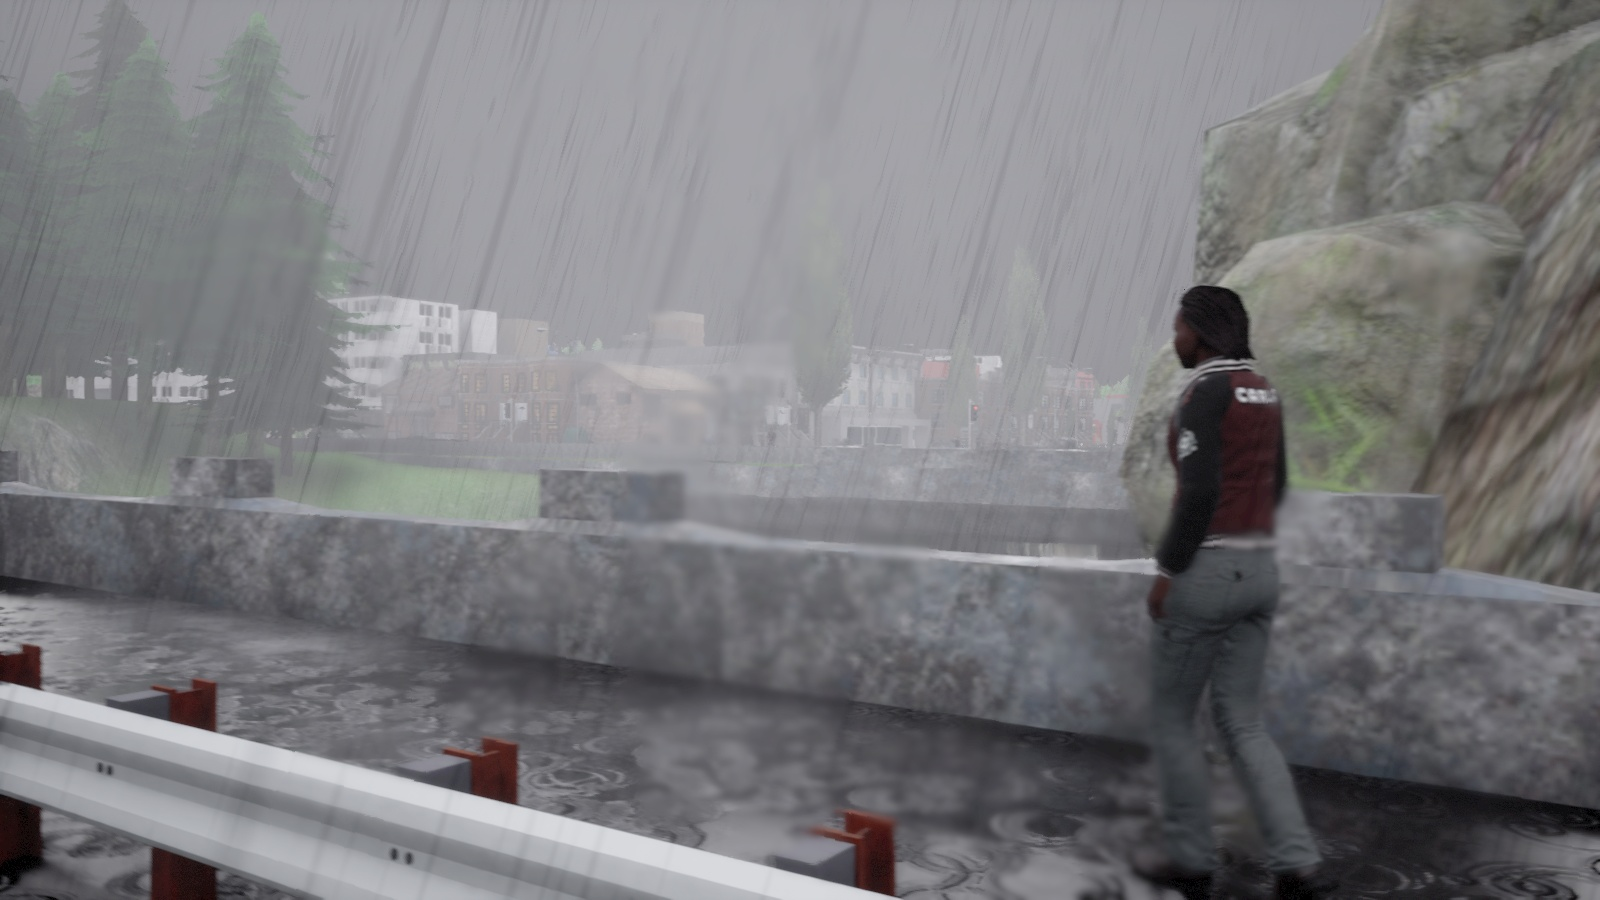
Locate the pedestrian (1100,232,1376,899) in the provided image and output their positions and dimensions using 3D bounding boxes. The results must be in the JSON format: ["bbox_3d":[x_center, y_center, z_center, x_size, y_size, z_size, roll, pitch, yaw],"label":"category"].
[{"bbox_3d":[1.288,0.378,3.743,0.402,1.930,0.666,-1,1,-32],"label":"pedestrian"}]

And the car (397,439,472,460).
[{"bbox_3d":[-23.018,-0.038,79.015,4.718,1.301,1.895,0,1,34],"label":"car"}]

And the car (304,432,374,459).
[{"bbox_3d":[-30.964,-0.280,84.302,4.553,1.767,2.097,0,1,34],"label":"car"}]
